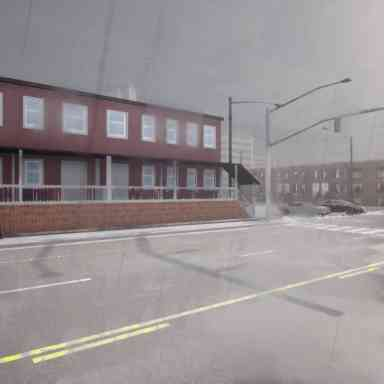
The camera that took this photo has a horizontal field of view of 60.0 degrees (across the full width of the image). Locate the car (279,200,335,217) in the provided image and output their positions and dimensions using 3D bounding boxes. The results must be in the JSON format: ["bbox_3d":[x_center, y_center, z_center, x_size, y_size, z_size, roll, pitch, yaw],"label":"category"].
[{"bbox_3d":[10.529,1.583,31.253,1.895,1.301,4.718,0,0,-33],"label":"car"}]

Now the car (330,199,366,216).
[{"bbox_3d":[14.415,1.483,32.611,2.128,1.511,4.902,0,0,-39],"label":"car"}]

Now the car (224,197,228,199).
[{"bbox_3d":[4.271,1.447,46.382,1.837,1.490,4.892,0,0,-36],"label":"car"}]
